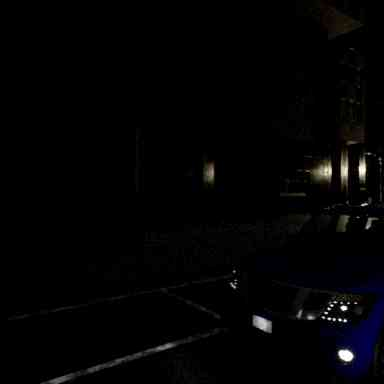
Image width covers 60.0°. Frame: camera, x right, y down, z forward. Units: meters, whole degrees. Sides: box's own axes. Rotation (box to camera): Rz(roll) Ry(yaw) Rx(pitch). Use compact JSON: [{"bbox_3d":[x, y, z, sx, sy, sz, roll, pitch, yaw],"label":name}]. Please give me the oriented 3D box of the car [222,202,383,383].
[{"bbox_3d":[3.085,1.220,5.581,5.566,2.045,2.150,0,0,-36],"label":"car"}]
